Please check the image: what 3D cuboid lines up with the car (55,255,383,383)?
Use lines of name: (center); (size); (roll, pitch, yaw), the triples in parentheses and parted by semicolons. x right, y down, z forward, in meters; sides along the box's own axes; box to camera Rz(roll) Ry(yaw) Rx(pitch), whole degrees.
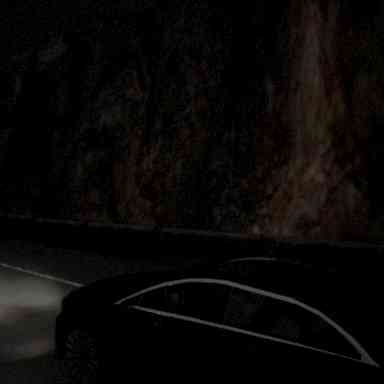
car: (0.459, 1.488, 3.665); (4.902, 1.511, 2.128); (0, 0, 36)
